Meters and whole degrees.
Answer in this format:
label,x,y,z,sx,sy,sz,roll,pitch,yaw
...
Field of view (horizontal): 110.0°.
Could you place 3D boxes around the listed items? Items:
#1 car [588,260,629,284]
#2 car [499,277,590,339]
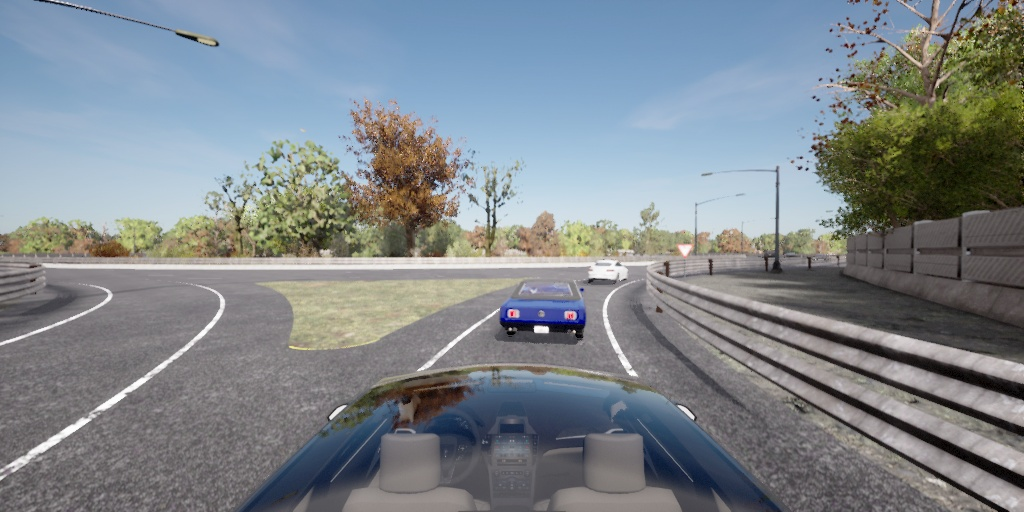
label,x,y,z,sx,sy,sz,roll,pitch,yaw
car,6.372,0.990,23.607,1.812,1.442,4.674,0,1,29
car,1.020,1.245,9.803,1.895,1.301,4.718,0,1,10
